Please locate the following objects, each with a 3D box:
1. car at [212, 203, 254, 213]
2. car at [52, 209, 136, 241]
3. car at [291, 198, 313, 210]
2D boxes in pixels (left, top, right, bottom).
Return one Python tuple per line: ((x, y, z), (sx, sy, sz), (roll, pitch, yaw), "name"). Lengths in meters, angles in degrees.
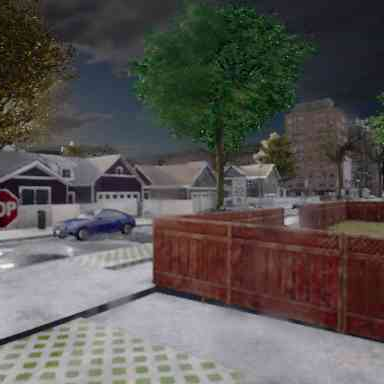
((3.815, 1.662, 29.918), (2.033, 1.411, 5.357), (-1, -1, 35), "car")
((-4.979, 1.627, 17.577), (1.812, 1.442, 4.674), (-1, 0, 35), "car")
((15.275, 1.669, 45.842), (1.837, 1.490, 4.892), (-1, -1, 35), "car")
